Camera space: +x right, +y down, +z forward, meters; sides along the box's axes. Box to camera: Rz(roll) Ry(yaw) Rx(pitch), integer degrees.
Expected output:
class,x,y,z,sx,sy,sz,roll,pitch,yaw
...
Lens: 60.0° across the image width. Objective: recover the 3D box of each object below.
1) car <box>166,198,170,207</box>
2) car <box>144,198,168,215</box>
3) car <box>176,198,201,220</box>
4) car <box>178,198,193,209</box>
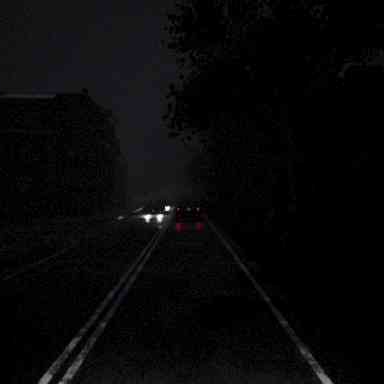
class,x,y,z,sx,sy,sz,roll,pitch,yaw
car,-4.567,1.598,53.016,1.895,1.301,4.718,0,1,-2
car,-3.937,1.654,35.125,1.994,1.385,4.181,0,0,-2
car,-0.324,1.445,29.038,2.097,1.767,4.553,0,0,-1
car,-0.932,1.589,47.661,2.033,1.411,5.357,0,0,-2
